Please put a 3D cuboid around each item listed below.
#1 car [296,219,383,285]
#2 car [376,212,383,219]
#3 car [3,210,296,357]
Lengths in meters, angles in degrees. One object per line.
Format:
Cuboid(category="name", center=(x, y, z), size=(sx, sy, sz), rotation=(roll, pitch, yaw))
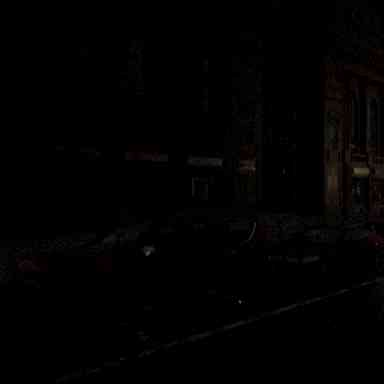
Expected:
Cuboid(category="car", center=(3.952, 1.581, 9.466), size=(4.206, 1.307, 1.802), rotation=(0, 0, -36))
Cuboid(category="car", center=(8.513, 1.314, 12.719), size=(5.009, 1.841, 2.192), rotation=(0, 0, -36))
Cuboid(category="car", center=(-0.607, 1.315, 6.212), size=(5.009, 1.841, 2.192), rotation=(0, 0, -36))
